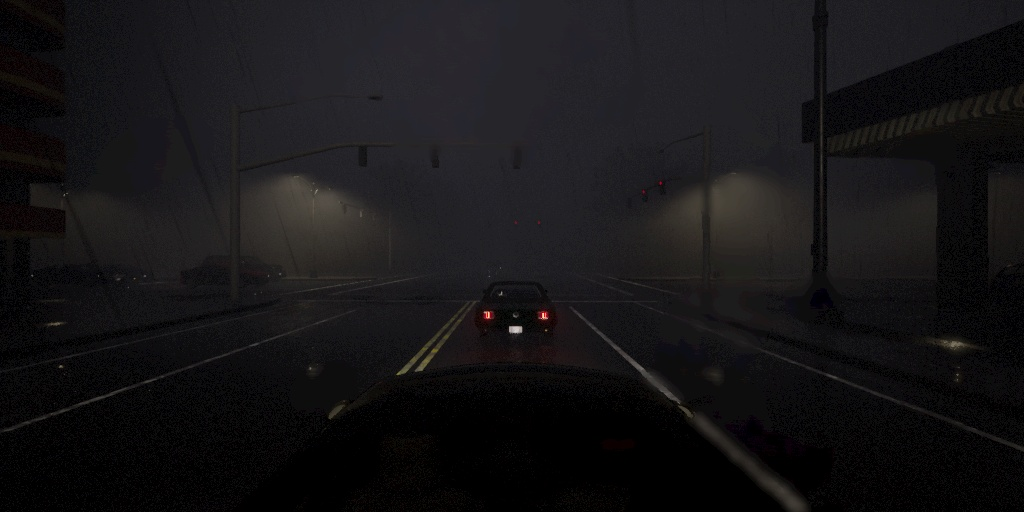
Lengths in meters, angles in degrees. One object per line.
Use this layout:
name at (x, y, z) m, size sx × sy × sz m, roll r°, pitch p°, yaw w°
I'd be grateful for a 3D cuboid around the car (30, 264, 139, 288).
car at (-27.830, 1.241, 23.164) m, size 4.902 × 1.511 × 2.128 m, roll 0°, pitch 0°, yaw 1°

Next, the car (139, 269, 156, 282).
car at (-29.305, 1.314, 26.688) m, size 4.181 × 1.385 × 1.994 m, roll 0°, pitch 0°, yaw 0°

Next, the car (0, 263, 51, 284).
car at (-37.987, 1.276, 26.856) m, size 4.674 × 1.442 × 1.812 m, roll 0°, pitch 0°, yaw 1°

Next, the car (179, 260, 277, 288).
car at (-18.327, 1.228, 22.989) m, size 5.008 × 1.535 × 1.882 m, roll 0°, pitch 0°, yaw 1°

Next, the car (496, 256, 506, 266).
car at (-2.586, 1.241, 64.147) m, size 2.128 × 1.511 × 4.902 m, roll 0°, pitch 0°, yaw 1°

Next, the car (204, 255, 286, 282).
car at (-19.887, 0.971, 26.537) m, size 5.566 × 2.045 × 2.150 m, roll 0°, pitch 0°, yaw 1°

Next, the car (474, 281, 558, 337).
car at (0.099, 1.351, 10.218) m, size 1.895 × 1.301 × 4.718 m, roll 0°, pitch 0°, yaw 0°

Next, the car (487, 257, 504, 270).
car at (-2.709, 1.241, 53.963) m, size 2.128 × 1.511 × 4.902 m, roll 0°, pitch 0°, yaw 1°
